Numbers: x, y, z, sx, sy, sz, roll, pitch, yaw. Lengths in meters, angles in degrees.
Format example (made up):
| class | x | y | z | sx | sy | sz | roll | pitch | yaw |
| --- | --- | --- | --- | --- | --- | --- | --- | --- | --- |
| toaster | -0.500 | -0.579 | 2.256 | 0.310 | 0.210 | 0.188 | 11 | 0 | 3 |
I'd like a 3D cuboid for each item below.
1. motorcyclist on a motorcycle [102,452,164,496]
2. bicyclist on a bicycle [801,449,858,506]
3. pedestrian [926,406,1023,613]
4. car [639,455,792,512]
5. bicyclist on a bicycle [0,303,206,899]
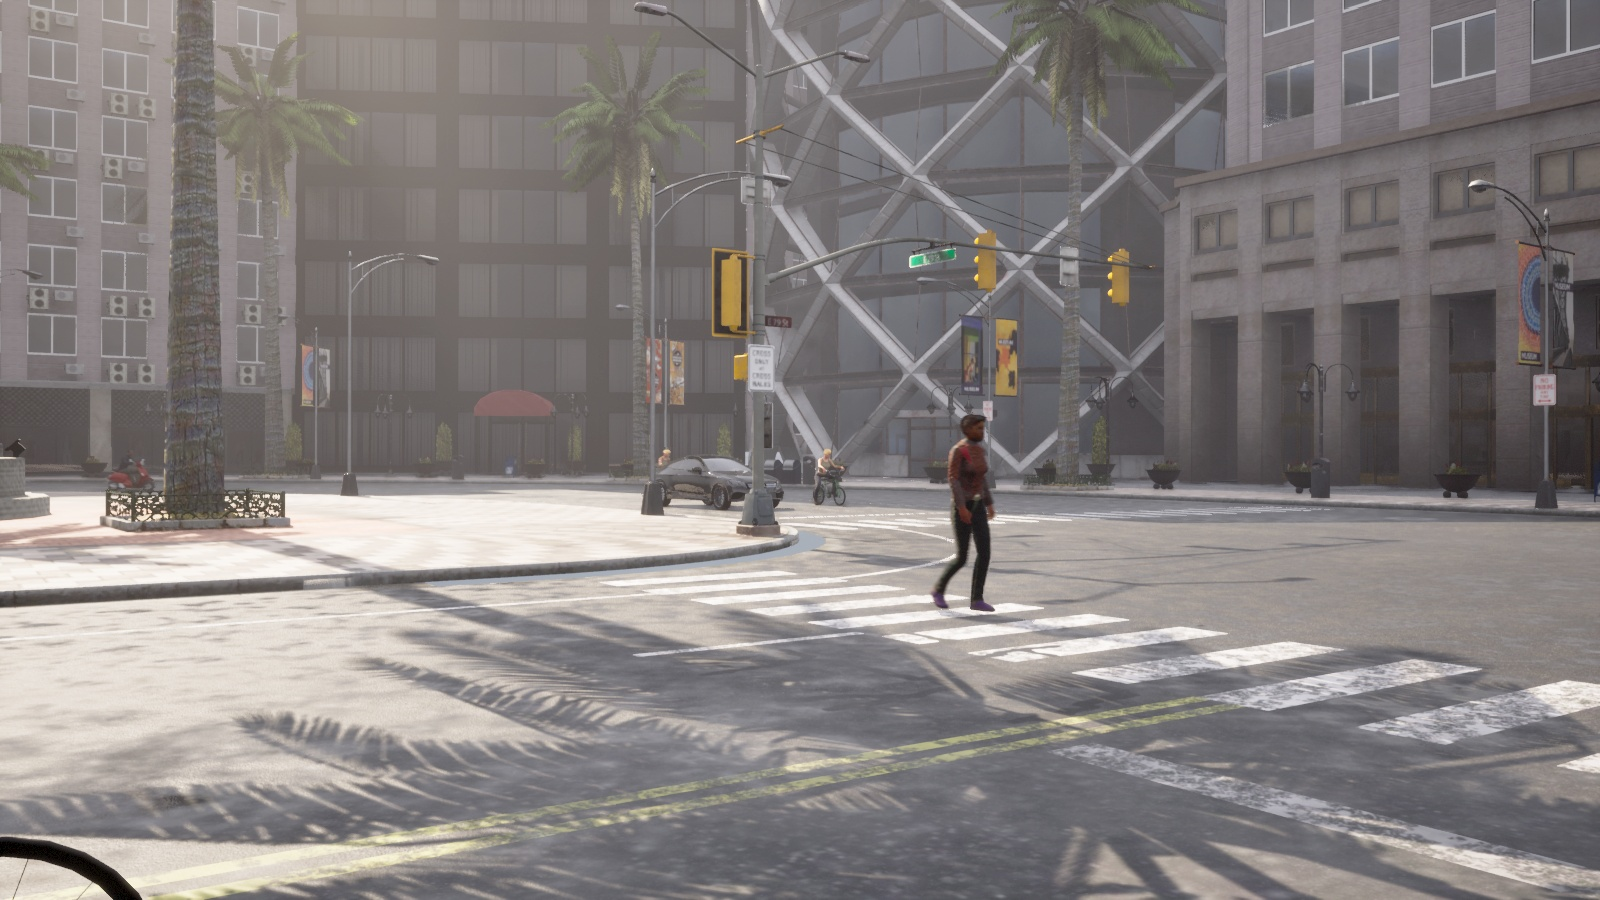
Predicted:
| class | x | y | z | sx | sy | sz | roll | pitch | yaw |
| --- | --- | --- | --- | --- | --- | --- | --- | --- | --- |
| motorcyclist on a motorcycle | -24.511 | 0.863 | 46.139 | 1.817 | 1.590 | 0.866 | 0 | 0 | 3 |
| bicyclist on a bicycle | 0.834 | 0.767 | 35.829 | 0.866 | 1.612 | 1.509 | 0 | 0 | -37 |
| pedestrian | 1.576 | 0.521 | 11.395 | 0.328 | 1.805 | 0.869 | 0 | 0 | -40 |
| car | -2.379 | 0.860 | 34.342 | 1.812 | 1.442 | 4.674 | 0 | 0 | -39 |
| bicyclist on a bicycle | -2.110 | 0.625 | 2.206 | 1.843 | 1.776 | 0.659 | 0 | 0 | -35 |
